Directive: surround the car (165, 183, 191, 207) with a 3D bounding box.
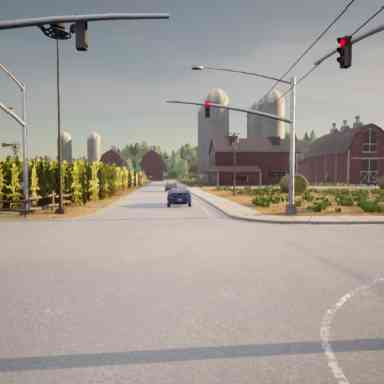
[{"bbox_3d":[-1.120,0.339,27.632,1.882,1.535,5.008,0,3,-5],"label":"car"}]

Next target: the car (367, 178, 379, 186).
[{"bbox_3d":[42.348,-2.351,77.564,1.905,1.878,3.866,10,10,41],"label":"car"}]

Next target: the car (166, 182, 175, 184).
[{"bbox_3d":[-3.356,-0.826,52.862,2.128,1.511,4.902,0,3,-5],"label":"car"}]
